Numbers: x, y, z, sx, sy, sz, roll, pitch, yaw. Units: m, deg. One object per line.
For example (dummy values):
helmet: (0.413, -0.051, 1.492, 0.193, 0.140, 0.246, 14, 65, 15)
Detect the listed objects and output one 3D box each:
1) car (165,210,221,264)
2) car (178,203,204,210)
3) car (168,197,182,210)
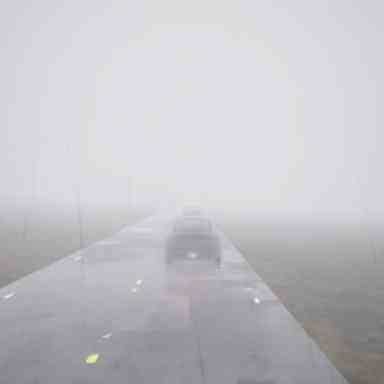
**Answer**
car: (0.044, 1.656, 12.374, 1.837, 1.490, 4.892, 0, 0, 0)
car: (0.048, 1.878, 28.005, 1.812, 1.442, 4.674, 0, -1, 0)
car: (-2.788, 1.929, 55.332, 2.150, 2.045, 5.566, 0, -1, 1)
